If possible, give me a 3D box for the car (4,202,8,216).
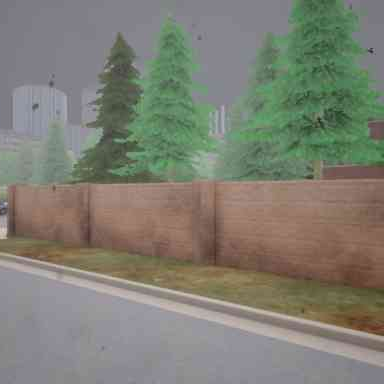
[{"bbox_3d":[-17.439,1.521,33.010,1.812,1.442,4.674,0,0,35],"label":"car"}]

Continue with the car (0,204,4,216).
[{"bbox_3d":[-16.076,1.488,22.661,2.128,1.511,4.902,0,0,37],"label":"car"}]
